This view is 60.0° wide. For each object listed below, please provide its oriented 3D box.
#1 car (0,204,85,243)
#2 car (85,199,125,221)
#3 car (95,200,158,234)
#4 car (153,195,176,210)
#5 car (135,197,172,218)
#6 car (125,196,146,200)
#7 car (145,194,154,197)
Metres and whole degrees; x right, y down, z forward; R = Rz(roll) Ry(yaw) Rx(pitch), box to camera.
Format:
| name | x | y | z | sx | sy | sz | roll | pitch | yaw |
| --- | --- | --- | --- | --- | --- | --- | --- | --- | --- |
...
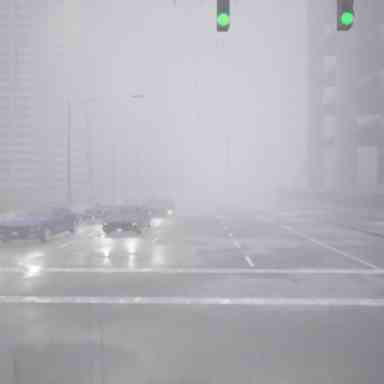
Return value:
| name | x | y | z | sx | sy | sz | roll | pitch | yaw |
| --- | --- | --- | --- | --- | --- | --- | --- | --- | --- |
| car | -6.944 | 1.353 | 15.629 | 1.882 | 1.535 | 5.008 | 0 | 0 | 1 |
| car | -6.717 | 1.402 | 24.969 | 1.895 | 1.301 | 4.718 | 0 | 0 | 1 |
| car | -3.382 | 1.401 | 18.394 | 2.033 | 1.411 | 5.357 | 0 | 0 | 1 |
| car | -2.874 | 1.265 | 37.583 | 1.994 | 1.385 | 4.181 | 0 | 0 | 2 |
| car | -3.129 | 1.344 | 27.624 | 1.994 | 1.385 | 4.181 | 0 | 0 | 3 |
| car | -6.451 | 1.322 | 34.973 | 1.895 | 1.301 | 4.718 | 0 | 0 | 2 |
| car | -6.058 | 1.113 | 47.761 | 2.128 | 1.511 | 4.902 | 0 | 0 | 2 |
